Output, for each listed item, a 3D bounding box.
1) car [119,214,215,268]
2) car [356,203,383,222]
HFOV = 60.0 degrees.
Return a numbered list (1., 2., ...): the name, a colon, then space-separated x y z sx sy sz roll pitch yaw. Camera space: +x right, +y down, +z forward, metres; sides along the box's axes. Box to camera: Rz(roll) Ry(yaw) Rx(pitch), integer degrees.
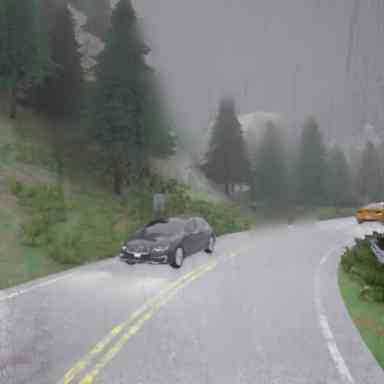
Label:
1. car: -0.633 1.595 11.800 1.837 1.490 4.892 -1 -1 23
2. car: 13.645 1.513 24.174 5.008 1.535 1.882 0 -2 -44
